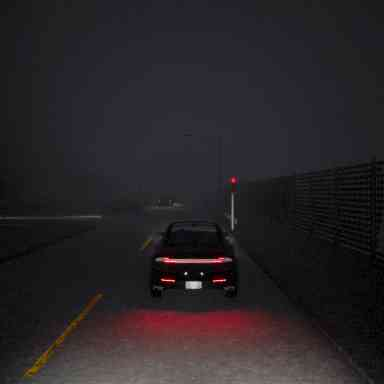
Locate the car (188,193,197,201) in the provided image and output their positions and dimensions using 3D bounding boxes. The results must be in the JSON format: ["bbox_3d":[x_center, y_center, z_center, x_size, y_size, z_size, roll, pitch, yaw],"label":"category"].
[{"bbox_3d":[0.063,1.225,87.491,2.150,2.045,5.566,0,0,0],"label":"car"}]

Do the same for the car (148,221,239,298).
[{"bbox_3d":[0.055,1.492,8.524,2.128,1.511,4.902,0,0,1],"label":"car"}]

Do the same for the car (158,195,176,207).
[{"bbox_3d":[-4.055,1.353,51.363,2.097,1.767,4.553,0,0,0],"label":"car"}]

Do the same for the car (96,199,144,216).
[{"bbox_3d":[-7.130,1.506,33.199,4.892,1.490,1.837,0,4,-41],"label":"car"}]

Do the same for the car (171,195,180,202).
[{"bbox_3d":[-3.939,1.465,80.331,1.882,1.535,5.008,0,0,0],"label":"car"}]

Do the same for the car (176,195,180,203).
[{"bbox_3d":[-3.975,1.600,65.923,1.895,1.301,4.718,0,0,1],"label":"car"}]
